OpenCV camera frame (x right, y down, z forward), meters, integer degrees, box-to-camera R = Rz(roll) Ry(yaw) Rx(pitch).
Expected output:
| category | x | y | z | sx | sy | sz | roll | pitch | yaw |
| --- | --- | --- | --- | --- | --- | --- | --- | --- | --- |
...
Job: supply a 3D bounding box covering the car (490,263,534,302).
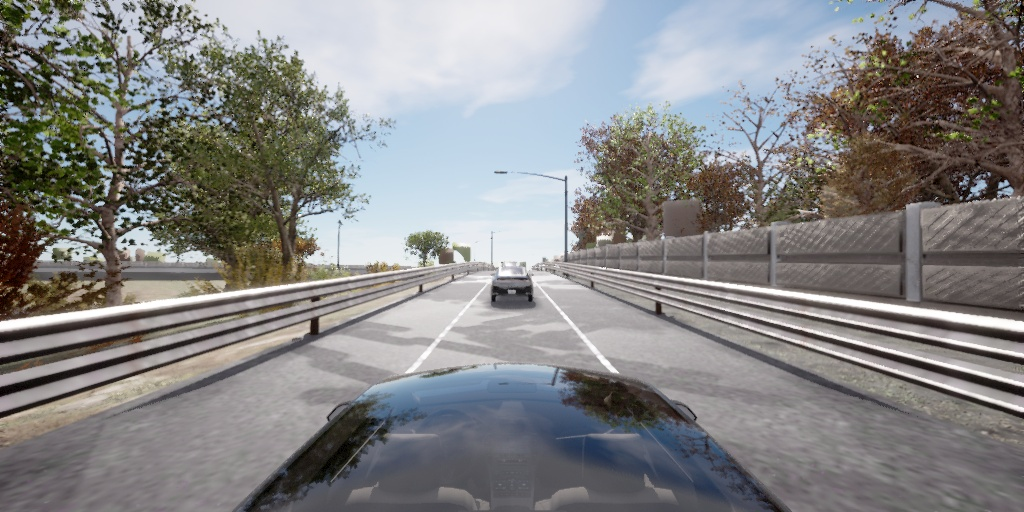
| category | x | y | z | sx | sy | sz | roll | pitch | yaw |
| --- | --- | --- | --- | --- | --- | --- | --- | --- | --- |
| car | 0.000 | 1.246 | 17.034 | 2.128 | 1.511 | 4.902 | 0 | 0 | 0 |
